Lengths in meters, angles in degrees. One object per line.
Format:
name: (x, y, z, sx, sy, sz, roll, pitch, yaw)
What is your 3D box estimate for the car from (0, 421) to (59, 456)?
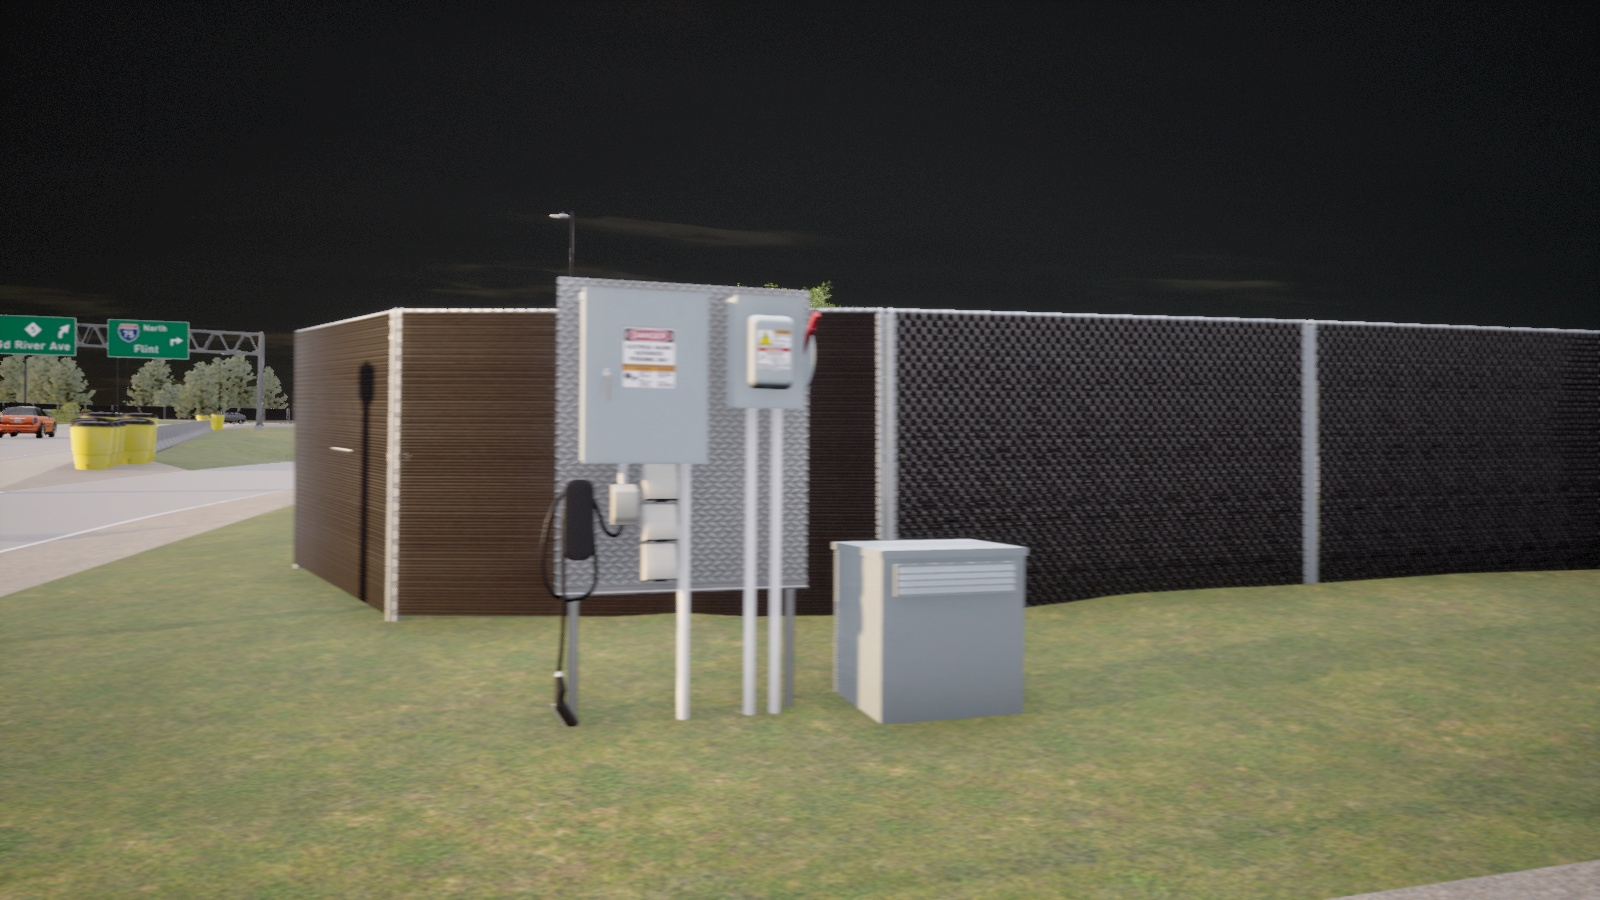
car: (-41.627, -0.653, 67.733, 2.097, 1.767, 4.553, -1, 1, -20)
